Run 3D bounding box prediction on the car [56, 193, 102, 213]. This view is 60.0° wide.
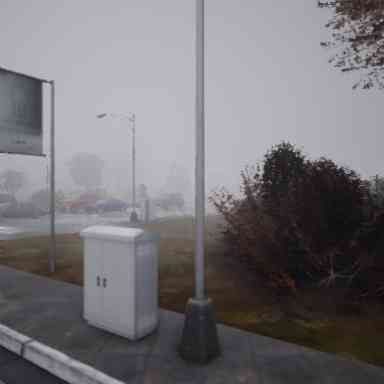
[{"bbox_3d":[-12.165,1.176,36.765,2.150,2.045,5.566,0,0,32],"label":"car"}]

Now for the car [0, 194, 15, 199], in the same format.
[{"bbox_3d":[-17.658,1.179,28.098,2.150,2.045,5.566,0,0,32],"label":"car"}]

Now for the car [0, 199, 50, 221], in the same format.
[{"bbox_3d":[-14.300,1.509,26.860,2.033,1.411,5.357,0,0,32],"label":"car"}]

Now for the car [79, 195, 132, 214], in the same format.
[{"bbox_3d":[-9.047,1.437,35.146,1.882,1.535,5.008,0,0,32],"label":"car"}]

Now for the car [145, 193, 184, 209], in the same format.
[{"bbox_3d":[-3.249,1.180,44.274,2.150,2.045,5.566,0,0,32],"label":"car"}]

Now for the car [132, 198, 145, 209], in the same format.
[{"bbox_3d":[-6.463,1.498,45.745,2.033,1.411,5.357,0,0,32],"label":"car"}]
